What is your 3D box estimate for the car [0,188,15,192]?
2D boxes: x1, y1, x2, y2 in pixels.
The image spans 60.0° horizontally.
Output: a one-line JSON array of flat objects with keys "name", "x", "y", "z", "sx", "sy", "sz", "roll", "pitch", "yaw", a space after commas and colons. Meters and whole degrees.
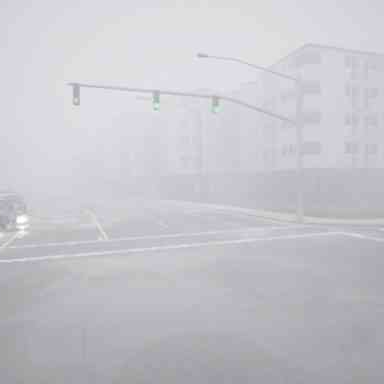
[{"name": "car", "x": -20.987, "y": 0.594, "z": 37.263, "sx": 2.150, "sy": 2.045, "sz": 5.566, "roll": -2, "pitch": 2, "yaw": -42}]

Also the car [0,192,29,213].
[{"name": "car", "x": -15.129, "y": 1.008, "z": 28.352, "sx": 2.128, "sy": 1.511, "sz": 4.902, "roll": -2, "pitch": 2, "yaw": -27}]

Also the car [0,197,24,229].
[{"name": "car", "x": -11.223, "y": 1.251, "z": 18.920, "sx": 2.033, "sy": 1.411, "sz": 5.357, "roll": -1, "pitch": 2, "yaw": -20}]
